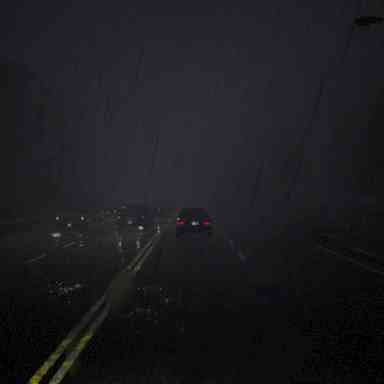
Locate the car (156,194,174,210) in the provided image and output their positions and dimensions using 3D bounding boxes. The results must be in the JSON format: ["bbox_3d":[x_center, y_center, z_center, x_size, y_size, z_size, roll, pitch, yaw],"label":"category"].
[{"bbox_3d":[-3.567,1.243,44.255,2.150,2.045,5.566,0,0,0],"label":"car"}]

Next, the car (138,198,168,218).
[{"bbox_3d":[-3.596,1.542,30.868,1.812,1.442,4.674,0,0,0],"label":"car"}]

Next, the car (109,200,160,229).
[{"bbox_3d":[-3.597,1.503,21.693,2.128,1.511,4.902,0,0,0],"label":"car"}]

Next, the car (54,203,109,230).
[{"bbox_3d":[-7.098,1.612,21.495,1.895,1.301,4.718,0,0,0],"label":"car"}]

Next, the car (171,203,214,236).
[{"bbox_3d":[0.095,1.557,18.421,2.033,1.411,5.357,0,0,0],"label":"car"}]

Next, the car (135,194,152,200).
[{"bbox_3d":[-7.019,1.248,48.554,2.150,2.045,5.566,0,0,0],"label":"car"}]

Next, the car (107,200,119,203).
[{"bbox_3d":[-7.096,1.519,30.751,1.837,1.490,4.892,0,1,0],"label":"car"}]

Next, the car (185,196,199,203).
[{"bbox_3d":[-0.013,1.376,49.108,2.097,1.767,4.553,0,0,0],"label":"car"}]

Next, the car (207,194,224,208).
[{"bbox_3d":[3.487,1.247,49.056,2.150,2.045,5.566,0,0,0],"label":"car"}]
